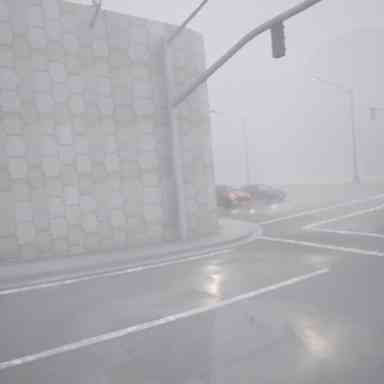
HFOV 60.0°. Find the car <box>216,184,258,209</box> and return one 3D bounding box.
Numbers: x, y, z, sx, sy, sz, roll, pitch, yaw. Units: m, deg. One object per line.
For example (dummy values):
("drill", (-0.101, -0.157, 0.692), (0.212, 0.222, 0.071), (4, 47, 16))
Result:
("car", (2.460, 0.240, 25.743), (2.097, 1.767, 4.553), (-7, 4, -35))

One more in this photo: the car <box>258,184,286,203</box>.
("car", (5.534, 0.050, 27.452), (1.812, 1.442, 4.674), (-7, 4, -35))
